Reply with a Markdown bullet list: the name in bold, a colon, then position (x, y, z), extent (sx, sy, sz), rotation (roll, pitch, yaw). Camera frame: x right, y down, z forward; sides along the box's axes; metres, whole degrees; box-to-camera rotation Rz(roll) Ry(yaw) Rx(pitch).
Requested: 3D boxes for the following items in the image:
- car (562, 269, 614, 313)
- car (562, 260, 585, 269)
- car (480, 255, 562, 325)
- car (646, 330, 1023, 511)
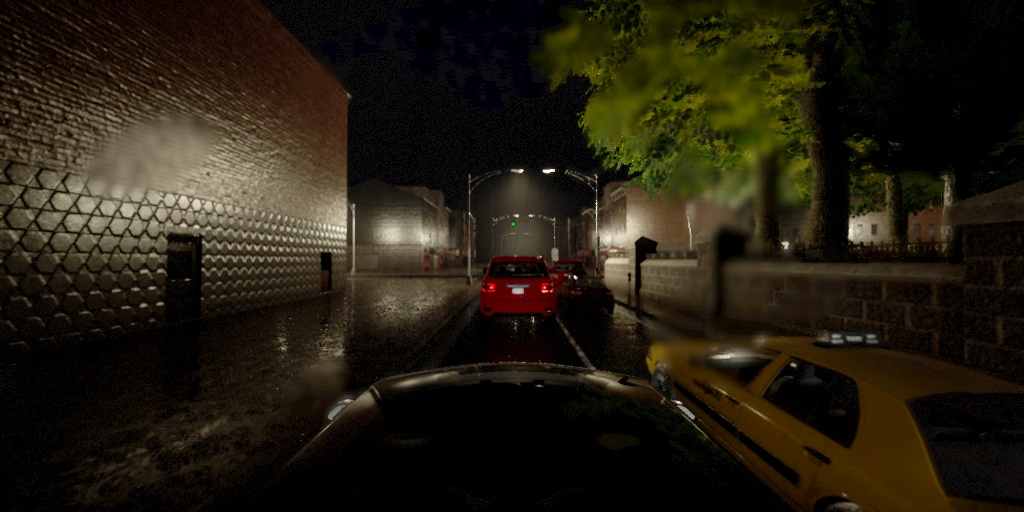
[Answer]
- **car**: position (2.723, 1.361, 13.818), extent (1.802, 1.307, 4.207), rotation (0, 0, 0)
- **car**: position (2.758, 1.110, 19.267), extent (2.192, 1.841, 5.009), rotation (0, 0, 0)
- **car**: position (0.174, 0.998, 12.040), extent (2.150, 2.045, 5.566), rotation (0, 0, 0)
- **car**: position (2.654, 1.279, 3.090), extent (1.751, 1.417, 4.829), rotation (0, 0, 0)
